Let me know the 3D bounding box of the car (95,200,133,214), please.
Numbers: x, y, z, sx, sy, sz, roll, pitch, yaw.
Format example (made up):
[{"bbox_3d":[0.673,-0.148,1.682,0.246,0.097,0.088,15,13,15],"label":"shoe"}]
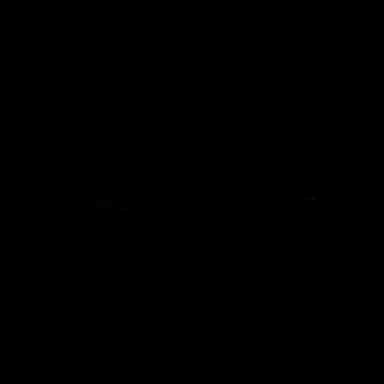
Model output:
[{"bbox_3d":[-8.342,1.609,36.625,1.882,1.535,5.008,-1,-1,36],"label":"car"}]

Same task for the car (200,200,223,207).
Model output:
[{"bbox_3d":[3.328,1.982,57.509,1.895,1.301,4.718,-1,-1,36],"label":"car"}]

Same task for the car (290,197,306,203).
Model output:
[{"bbox_3d":[27.020,2.055,85.843,2.097,1.767,4.553,-1,-1,36],"label":"car"}]
